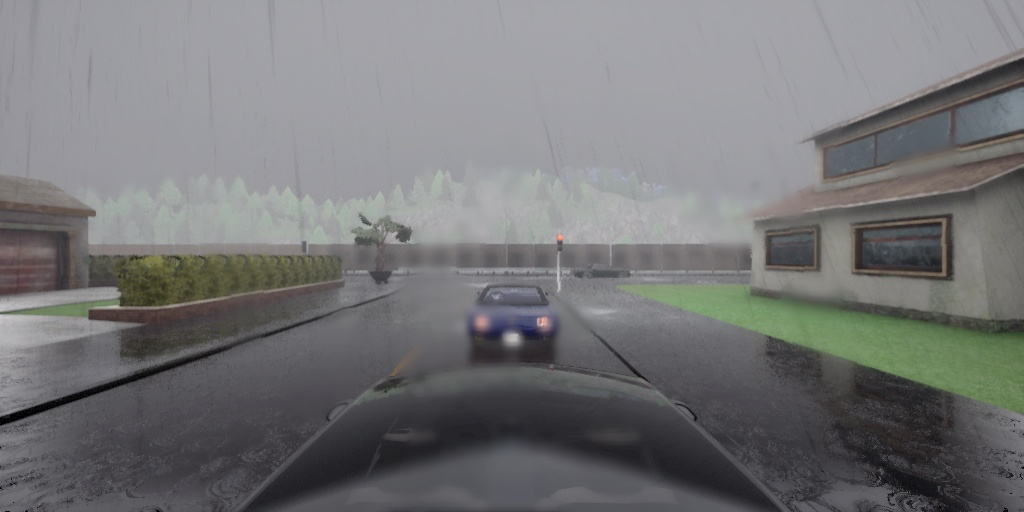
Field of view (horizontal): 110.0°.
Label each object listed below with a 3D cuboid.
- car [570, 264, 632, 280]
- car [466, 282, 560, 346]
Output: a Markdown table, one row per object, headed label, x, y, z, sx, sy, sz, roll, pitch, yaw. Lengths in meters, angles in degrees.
| label | x | y | z | sx | sy | sz | roll | pitch | yaw |
| --- | --- | --- | --- | --- | --- | --- | --- | --- | --- |
| car | 7.266 | 1.287 | 29.351 | 4.718 | 1.301 | 1.895 | 0 | 0 | -3 |
| car | 0.042 | 1.333 | 9.294 | 1.895 | 1.301 | 4.718 | 0 | 0 | 1 |
